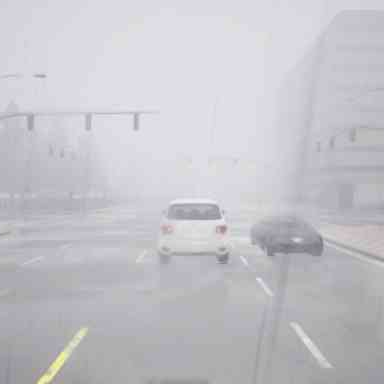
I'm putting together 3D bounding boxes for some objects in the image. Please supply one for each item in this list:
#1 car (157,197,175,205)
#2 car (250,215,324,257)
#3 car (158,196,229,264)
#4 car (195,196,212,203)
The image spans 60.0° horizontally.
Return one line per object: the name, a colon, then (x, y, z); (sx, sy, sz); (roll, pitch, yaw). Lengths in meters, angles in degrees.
car: (-4.910, 1.733, 63.934); (1.895, 1.301, 4.718); (0, 0, 17)
car: (3.561, 1.590, 13.160); (1.994, 1.385, 4.181); (0, 0, 0)
car: (0.058, 1.247, 12.097); (2.150, 2.045, 5.566); (0, 0, 0)
car: (2.718, 1.714, 78.120); (1.994, 1.385, 4.181); (0, 0, 38)
